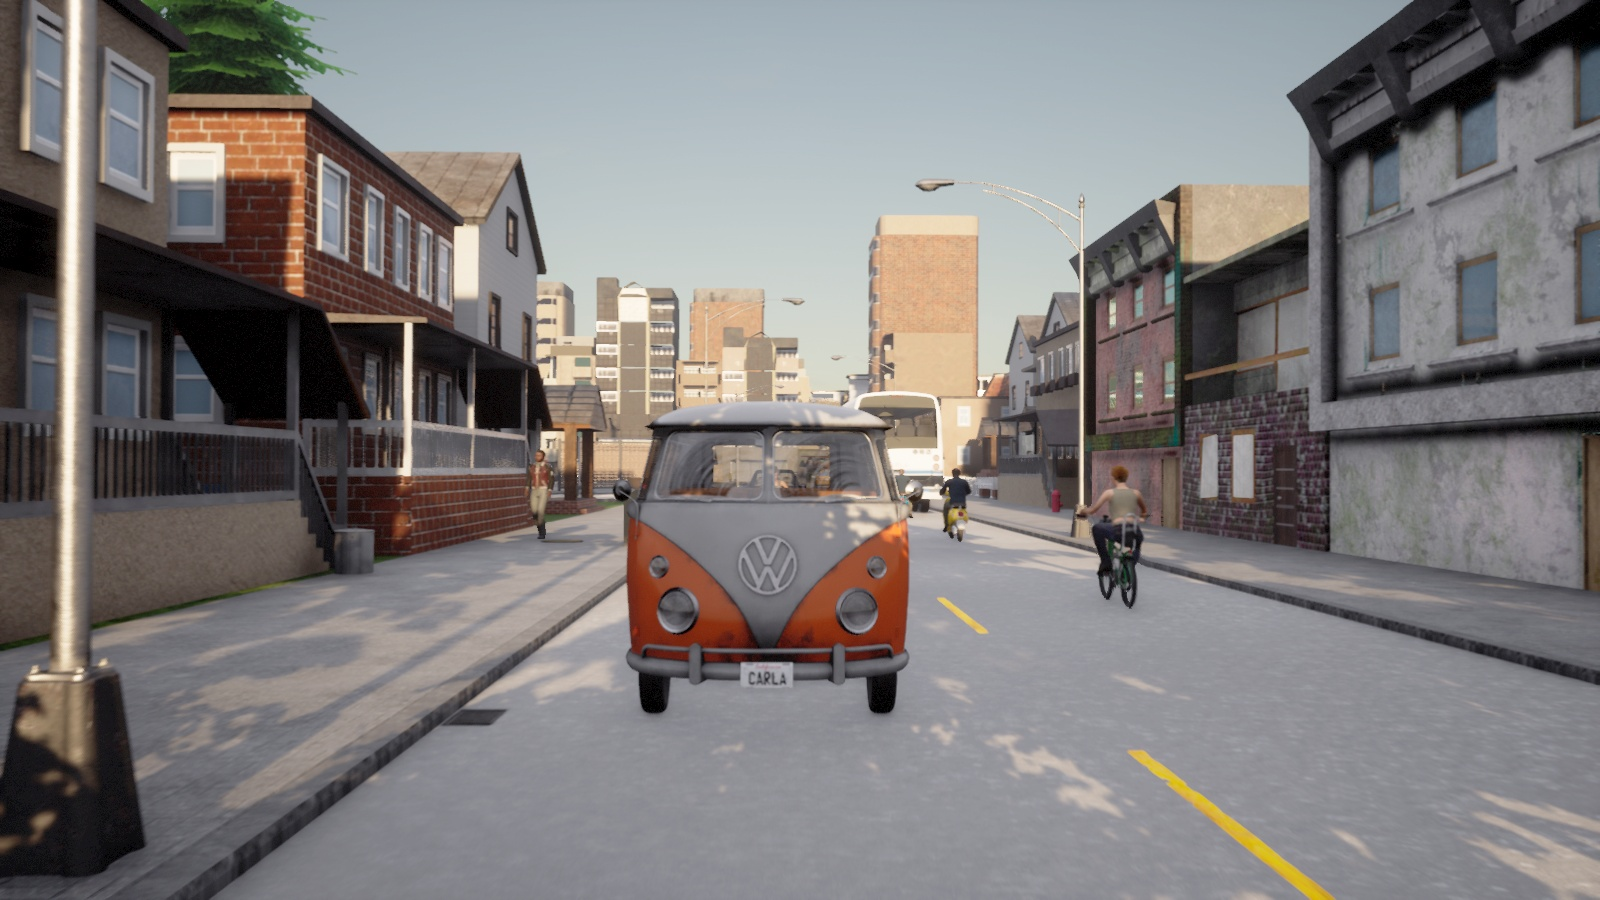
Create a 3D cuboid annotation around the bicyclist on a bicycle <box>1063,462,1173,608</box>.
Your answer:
[{"bbox_3d":[3.689,0.957,14.687,0.866,1.612,1.509,0,-1,-1],"label":"bicyclist on a bicycle"}]

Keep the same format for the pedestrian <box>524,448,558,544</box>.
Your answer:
[{"bbox_3d":[-5.261,0.928,25.495,0.402,1.930,0.666,0,-1,17],"label":"pedestrian"}]

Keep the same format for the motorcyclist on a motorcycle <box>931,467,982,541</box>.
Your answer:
[{"bbox_3d":[3.448,1.174,27.823,0.866,1.590,1.817,0,-1,-1],"label":"motorcyclist on a motorcycle"}]

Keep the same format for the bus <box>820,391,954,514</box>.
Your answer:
[{"bbox_3d":[3.096,0.157,48.449,3.944,4.253,10.273,0,-1,-3],"label":"bus"}]

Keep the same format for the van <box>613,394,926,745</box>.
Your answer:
[{"bbox_3d":[-0.216,0.708,9.371,1.775,1.987,4.442,0,-1,-1],"label":"van"}]
